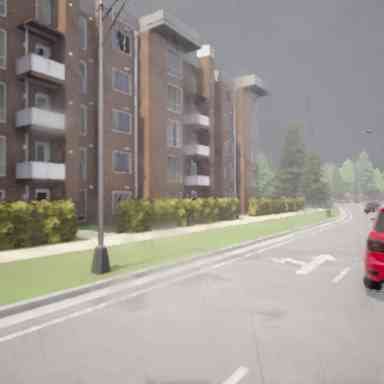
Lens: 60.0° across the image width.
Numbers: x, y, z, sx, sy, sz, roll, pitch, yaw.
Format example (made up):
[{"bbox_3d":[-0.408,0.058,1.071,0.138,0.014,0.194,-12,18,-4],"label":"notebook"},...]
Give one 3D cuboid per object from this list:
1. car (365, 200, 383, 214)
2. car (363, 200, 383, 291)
[{"bbox_3d":[22.878,1.834,41.798,1.837,1.490,4.892,0,0,25],"label":"car"},{"bbox_3d":[5.922,1.289,8.596,2.150,2.045,5.566,-1,0,35],"label":"car"}]
